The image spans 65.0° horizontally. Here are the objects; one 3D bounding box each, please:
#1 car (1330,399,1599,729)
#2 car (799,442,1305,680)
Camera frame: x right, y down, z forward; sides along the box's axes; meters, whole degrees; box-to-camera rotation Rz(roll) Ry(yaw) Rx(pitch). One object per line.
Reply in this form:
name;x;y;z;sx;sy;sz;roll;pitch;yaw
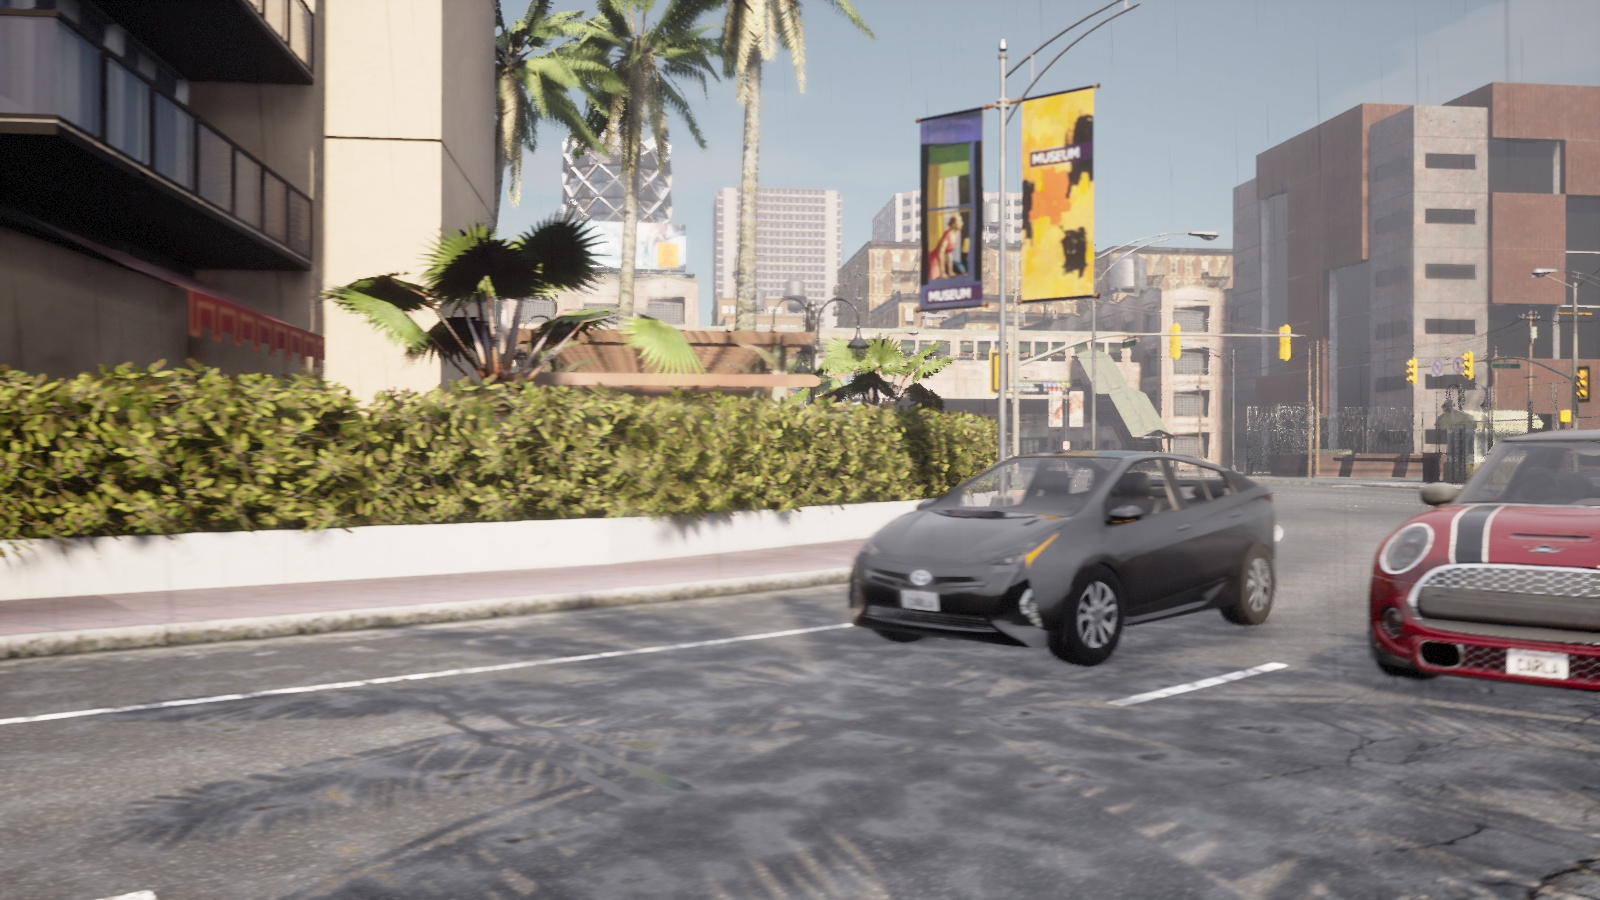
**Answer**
car;5.530;0.614;8.683;2.097;1.767;4.553;0;0;41
car;2.270;0.714;10.356;2.007;1.525;4.514;0;0;43
